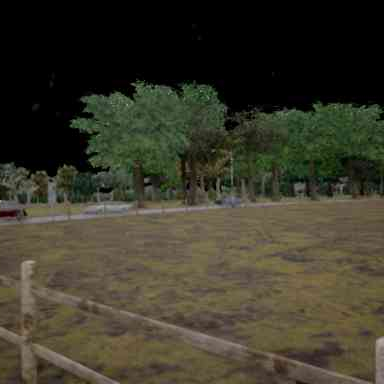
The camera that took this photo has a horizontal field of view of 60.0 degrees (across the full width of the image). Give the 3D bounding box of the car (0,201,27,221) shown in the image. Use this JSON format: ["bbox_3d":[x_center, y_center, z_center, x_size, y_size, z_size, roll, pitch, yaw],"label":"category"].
[{"bbox_3d":[-15.887,1.519,26.735,2.097,1.767,4.553,-2,-1,35],"label":"car"}]

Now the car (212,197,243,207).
[{"bbox_3d":[5.576,1.472,51.167,5.357,1.411,2.033,-1,-1,-39],"label":"car"}]

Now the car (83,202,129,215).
[{"bbox_3d":[-9.237,1.711,35.868,1.895,1.301,4.718,-2,-1,38],"label":"car"}]
